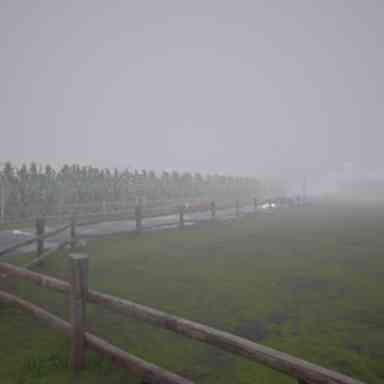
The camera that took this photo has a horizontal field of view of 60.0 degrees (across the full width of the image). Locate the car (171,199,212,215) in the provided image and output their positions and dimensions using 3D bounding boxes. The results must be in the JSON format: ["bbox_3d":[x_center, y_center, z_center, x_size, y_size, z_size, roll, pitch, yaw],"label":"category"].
[{"bbox_3d":[0.140,1.288,30.265,1.895,1.301,4.718,1,1,33],"label":"car"}]

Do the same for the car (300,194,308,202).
[{"bbox_3d":[17.499,0.988,53.907,1.895,1.301,4.718,1,1,29],"label":"car"}]

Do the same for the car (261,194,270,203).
[{"bbox_3d":[11.792,1.004,49.377,1.994,1.385,4.181,1,1,30],"label":"car"}]

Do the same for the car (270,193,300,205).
[{"bbox_3d":[12.708,0.852,45.341,2.097,1.767,4.553,1,1,30],"label":"car"}]
